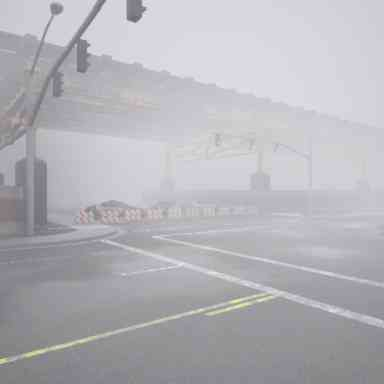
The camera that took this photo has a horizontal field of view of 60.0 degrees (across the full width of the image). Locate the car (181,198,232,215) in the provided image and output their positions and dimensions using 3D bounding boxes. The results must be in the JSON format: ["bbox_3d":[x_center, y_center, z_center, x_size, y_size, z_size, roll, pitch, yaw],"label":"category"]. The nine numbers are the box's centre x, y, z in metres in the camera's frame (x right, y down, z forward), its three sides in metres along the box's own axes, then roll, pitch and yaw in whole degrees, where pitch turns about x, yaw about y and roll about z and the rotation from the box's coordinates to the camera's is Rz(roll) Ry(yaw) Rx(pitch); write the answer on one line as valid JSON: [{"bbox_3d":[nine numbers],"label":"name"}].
[{"bbox_3d":[1.452,1.453,34.036,4.974,1.542,2.038,0,0,-7],"label":"car"}]

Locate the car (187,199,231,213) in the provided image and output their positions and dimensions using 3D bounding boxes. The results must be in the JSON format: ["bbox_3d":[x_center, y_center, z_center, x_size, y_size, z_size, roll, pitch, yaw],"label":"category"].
[{"bbox_3d":[1.400,1.295,34.029,4.536,1.218,1.853,0,0,-7],"label":"car"}]

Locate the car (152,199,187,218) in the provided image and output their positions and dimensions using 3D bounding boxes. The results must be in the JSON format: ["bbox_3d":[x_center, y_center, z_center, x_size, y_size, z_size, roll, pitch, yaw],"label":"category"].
[{"bbox_3d":[-2.462,1.453,30.280,2.038,1.542,4.974,0,0,18],"label":"car"}]

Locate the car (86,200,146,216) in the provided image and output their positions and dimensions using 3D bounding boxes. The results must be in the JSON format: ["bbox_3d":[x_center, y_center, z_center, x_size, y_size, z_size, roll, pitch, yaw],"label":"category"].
[{"bbox_3d":[-6.261,1.295,27.605,4.536,1.218,1.853,0,0,8],"label":"car"}]

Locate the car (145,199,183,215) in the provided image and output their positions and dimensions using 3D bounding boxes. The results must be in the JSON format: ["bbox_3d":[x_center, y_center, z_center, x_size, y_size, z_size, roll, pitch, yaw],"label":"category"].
[{"bbox_3d":[-2.446,1.295,30.329,1.853,1.218,4.536,0,0,18],"label":"car"}]

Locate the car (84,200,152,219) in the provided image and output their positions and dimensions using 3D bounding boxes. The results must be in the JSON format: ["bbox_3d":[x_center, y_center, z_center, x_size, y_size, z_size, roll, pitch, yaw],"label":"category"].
[{"bbox_3d":[-6.209,1.453,27.598,4.974,1.542,2.038,0,0,8],"label":"car"}]
